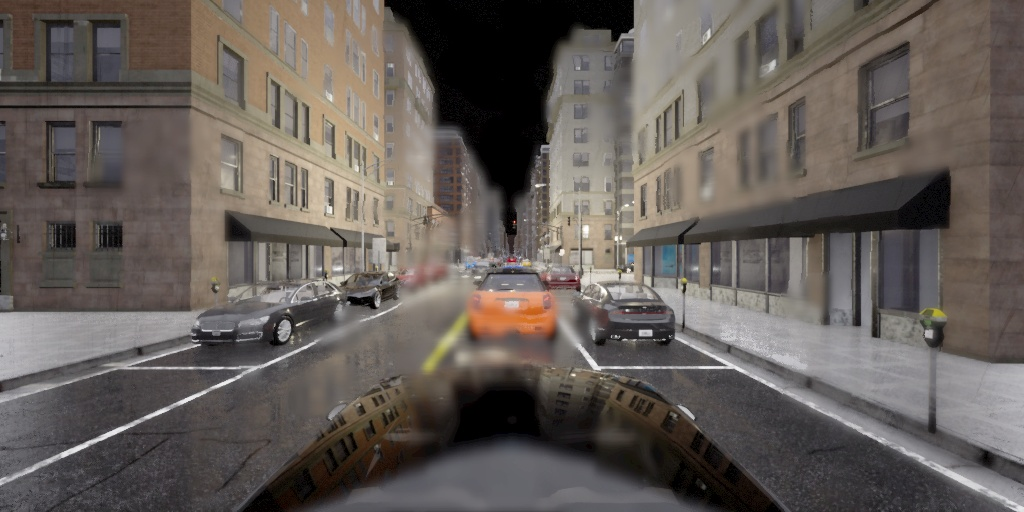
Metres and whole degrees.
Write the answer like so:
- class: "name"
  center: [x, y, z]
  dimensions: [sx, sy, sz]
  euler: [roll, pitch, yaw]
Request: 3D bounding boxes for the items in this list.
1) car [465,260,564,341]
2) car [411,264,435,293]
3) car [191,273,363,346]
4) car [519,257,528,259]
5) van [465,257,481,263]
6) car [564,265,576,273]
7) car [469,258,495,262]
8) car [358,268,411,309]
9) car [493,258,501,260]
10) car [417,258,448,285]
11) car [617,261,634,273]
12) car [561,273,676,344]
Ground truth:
- class: "car"
  center: [0.014, 1.101, 9.987]
  dimensions: [2.097, 1.767, 4.553]
  euler: [0, 0, 0]
- class: "car"
  center: [-5.869, 1.330, 20.347]
  dimensions: [1.802, 1.307, 4.207]
  euler: [0, 0, 0]
- class: "car"
  center: [-5.861, 1.300, 9.299]
  dimensions: [2.007, 1.370, 4.403]
  euler: [0, 0, 0]
- class: "car"
  center: [2.626, 1.260, 64.209]
  dimensions: [1.751, 1.417, 4.829]
  euler: [0, 0, 0]
- class: "van"
  center: [-5.892, 1.079, 52.818]
  dimensions: [1.690, 1.789, 3.998]
  euler: [0, 0, 0]
- class: "car"
  center: [2.657, 1.187, 20.378]
  dimensions: [1.967, 1.591, 4.097]
  euler: [0, 0, 0]
- class: "car"
  center: [-3.126, 1.268, 38.228]
  dimensions: [1.812, 1.442, 4.674]
  euler: [0, 0, 0]
- class: "car"
  center: [-5.865, 1.314, 14.823]
  dimensions: [1.948, 1.339, 4.313]
  euler: [0, 0, 0]
- class: "car"
  center: [-3.131, 1.338, 54.364]
  dimensions: [1.895, 1.301, 4.718]
  euler: [0, 0, 0]
- class: "car"
  center: [-5.873, 1.061, 25.870]
  dimensions: [2.192, 1.841, 5.009]
  euler: [0, 0, 0]
- class: "car"
  center: [14.539, 1.238, 41.012]
  dimensions: [4.892, 1.490, 1.837]
  euler: [0, 0, 1]
- class: "car"
  center: [2.665, 1.300, 9.328]
  dimensions: [2.007, 1.370, 4.403]
  euler: [0, 0, 0]
